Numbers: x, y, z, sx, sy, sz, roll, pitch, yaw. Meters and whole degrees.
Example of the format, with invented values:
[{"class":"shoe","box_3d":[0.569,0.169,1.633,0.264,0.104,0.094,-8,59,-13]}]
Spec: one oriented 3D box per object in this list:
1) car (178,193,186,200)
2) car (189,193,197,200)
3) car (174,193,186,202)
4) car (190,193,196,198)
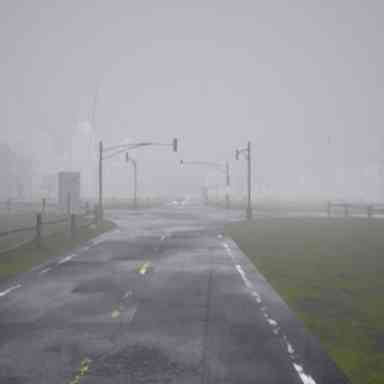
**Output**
[{"class":"car","box_3d":[-2.506,1.089,84.778,2.097,1.767,4.553,0,0,0]},{"class":"car","box_3d":[0.246,1.251,85.169,2.128,1.511,4.902,0,0,0]},{"class":"car","box_3d":[-2.583,1.131,69.203,2.097,1.767,4.553,0,0,0]},{"class":"car","box_3d":[0.297,1.041,95.592,1.837,1.490,4.892,0,0,0]}]
